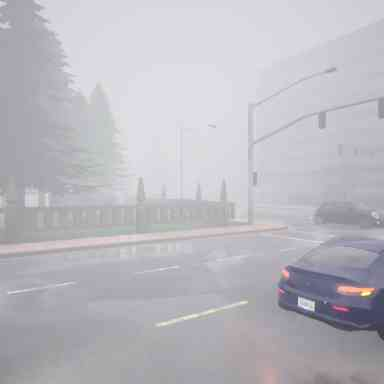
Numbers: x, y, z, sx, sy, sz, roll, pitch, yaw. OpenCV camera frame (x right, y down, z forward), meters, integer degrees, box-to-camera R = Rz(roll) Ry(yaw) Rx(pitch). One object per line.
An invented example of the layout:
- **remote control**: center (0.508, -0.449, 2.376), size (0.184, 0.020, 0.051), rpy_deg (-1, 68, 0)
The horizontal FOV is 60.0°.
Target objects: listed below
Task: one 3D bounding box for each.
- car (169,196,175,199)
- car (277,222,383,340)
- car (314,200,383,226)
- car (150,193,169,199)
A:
- **car**: center (-4.869, 1.471, 69.394), size (1.812, 1.442, 4.674), rpy_deg (0, 0, 14)
- **car**: center (3.609, 1.526, 6.341), size (4.674, 1.442, 1.812), rpy_deg (0, 0, -35)
- **car**: center (10.215, 1.342, 21.266), size (2.097, 1.767, 4.553), rpy_deg (0, 0, -35)
- **car**: center (-5.105, 1.167, 50.160), size (2.150, 2.045, 5.566), rpy_deg (0, 0, -9)
